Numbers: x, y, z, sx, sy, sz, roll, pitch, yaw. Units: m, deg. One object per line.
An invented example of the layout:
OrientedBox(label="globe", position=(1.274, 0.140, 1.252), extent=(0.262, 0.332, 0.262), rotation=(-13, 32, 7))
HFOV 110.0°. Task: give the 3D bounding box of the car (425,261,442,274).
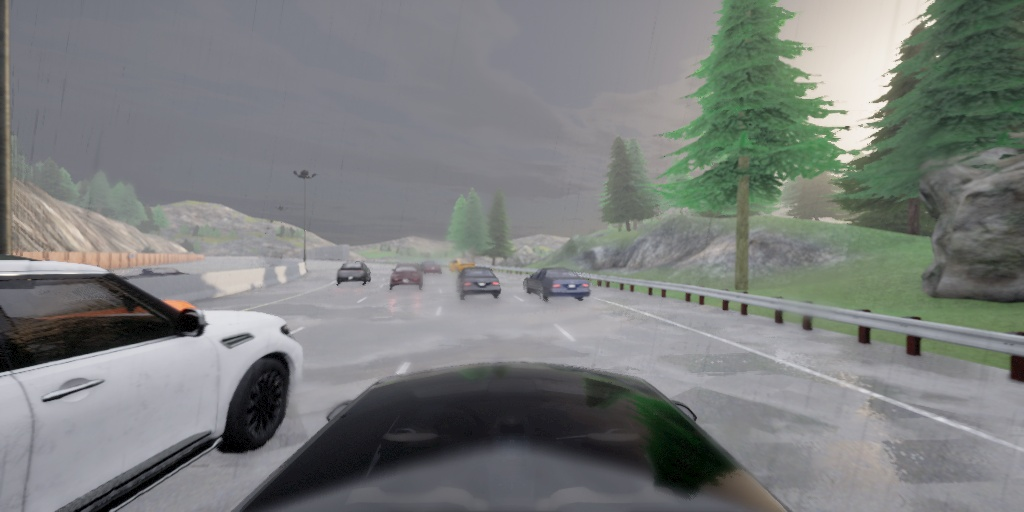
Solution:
OrientedBox(label="car", position=(-8.958, 1.223, 38.519), extent=(1.994, 1.385, 4.181), rotation=(0, 0, -26))

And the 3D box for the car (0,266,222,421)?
OrientedBox(label="car", position=(-7.263, 1.097, 5.488), extent=(2.097, 1.767, 4.553), rotation=(0, 0, -3))

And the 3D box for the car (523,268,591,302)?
OrientedBox(label="car", position=(1.931, 1.256, 16.867), extent=(2.033, 1.411, 5.357), rotation=(0, 0, -11))

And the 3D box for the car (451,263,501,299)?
OrientedBox(label="car", position=(-1.775, 1.256, 17.753), extent=(2.033, 1.411, 5.357), rotation=(0, 0, -11))

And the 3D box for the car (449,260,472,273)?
OrientedBox(label="car", position=(-5.564, 1.131, 39.537), extent=(1.882, 1.535, 5.008), rotation=(0, 0, -25))

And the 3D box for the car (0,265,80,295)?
OrientedBox(label="car", position=(-27.737, 1.275, 20.446), extent=(1.812, 1.442, 4.674), rotation=(0, 0, -19))

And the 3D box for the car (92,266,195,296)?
OrientedBox(label="car", position=(-20.445, 1.317, 20.246), extent=(1.895, 1.301, 4.718), rotation=(0, 0, -15))

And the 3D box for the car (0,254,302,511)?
OrientedBox(label="car", position=(-3.576, 0.974, 1.957), extent=(2.150, 2.045, 5.566), rotation=(0, 0, -1))

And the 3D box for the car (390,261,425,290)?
OrientedBox(label="car", position=(-6.478, 1.226, 22.193), extent=(1.812, 1.442, 4.674), rotation=(0, 0, -14))

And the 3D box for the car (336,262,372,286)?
OrientedBox(label="car", position=(-10.987, 1.188, 25.057), extent=(2.128, 1.511, 4.902), rotation=(0, 0, -18))

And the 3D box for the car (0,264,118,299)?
OrientedBox(label="car", position=(-23.659, 1.230, 18.705), extent=(1.837, 1.490, 4.892), rotation=(0, 0, -15))
